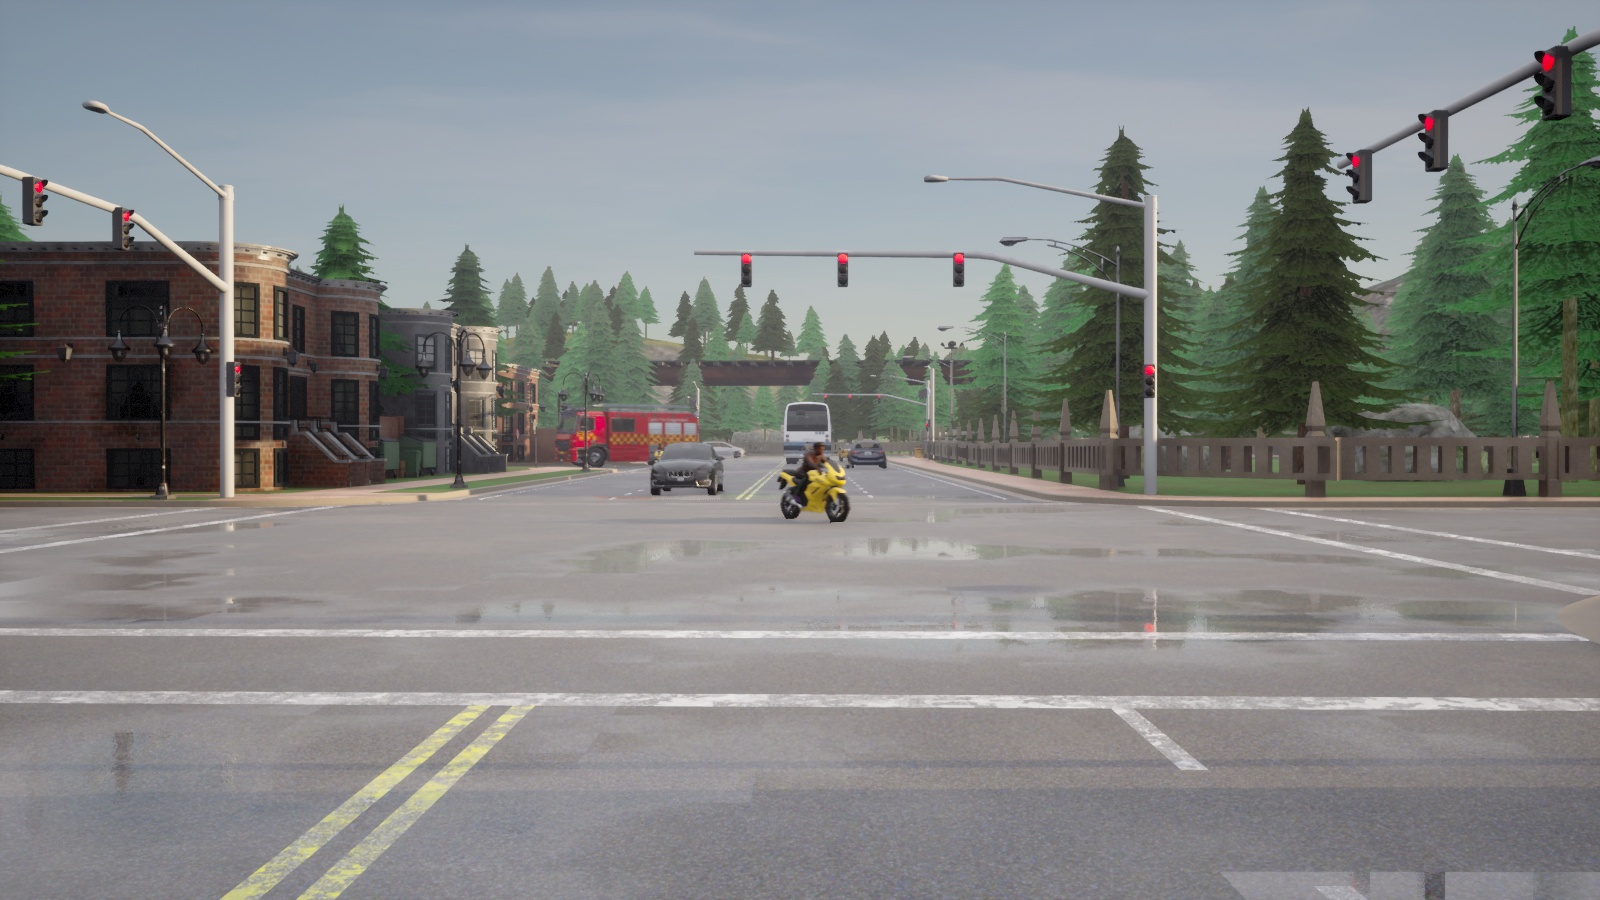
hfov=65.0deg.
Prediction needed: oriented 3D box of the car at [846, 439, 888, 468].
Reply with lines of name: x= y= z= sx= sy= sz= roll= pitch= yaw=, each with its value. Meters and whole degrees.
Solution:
car: x=3.936 y=0.174 z=74.395 sx=2.242 sy=1.667 sz=4.611 roll=0 pitch=0 yaw=0

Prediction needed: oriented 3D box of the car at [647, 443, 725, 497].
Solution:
car: x=-3.277 y=0.540 z=36.878 sx=1.837 sy=1.490 sz=4.892 roll=0 pitch=0 yaw=0

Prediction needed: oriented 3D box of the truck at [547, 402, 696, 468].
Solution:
truck: x=-10.825 y=-0.875 z=76.566 sx=8.468 sy=3.827 sz=2.891 roll=0 pitch=1 yaw=-31

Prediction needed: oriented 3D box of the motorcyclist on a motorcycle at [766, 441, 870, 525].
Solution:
motorcyclist on a motorcycle: x=0.316 y=0.595 z=23.655 sx=0.797 sy=1.523 sz=2.044 roll=1 pitch=-1 yaw=-39

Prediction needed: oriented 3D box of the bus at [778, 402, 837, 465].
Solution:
bus: x=0.524 y=-1.136 z=89.810 sx=3.944 sy=4.253 sz=10.273 roll=0 pitch=0 yaw=0
